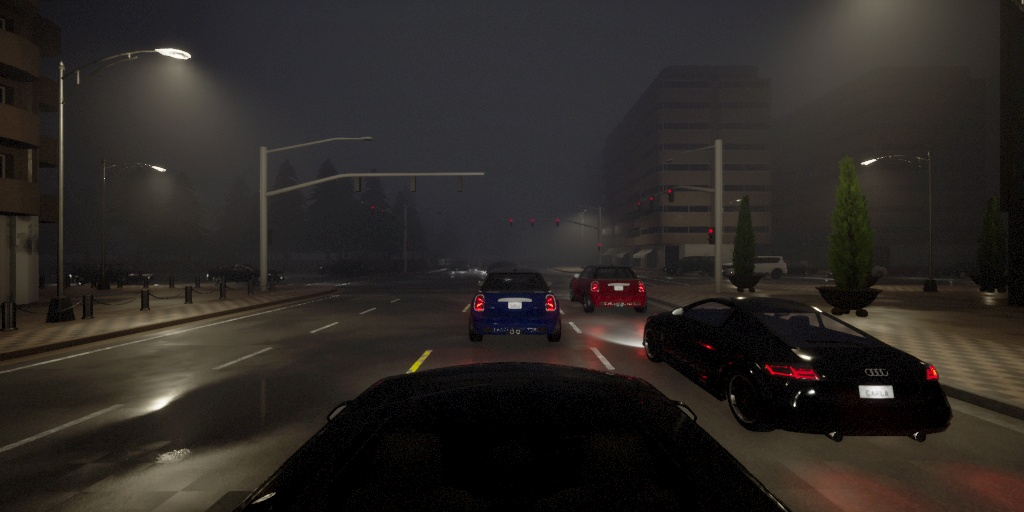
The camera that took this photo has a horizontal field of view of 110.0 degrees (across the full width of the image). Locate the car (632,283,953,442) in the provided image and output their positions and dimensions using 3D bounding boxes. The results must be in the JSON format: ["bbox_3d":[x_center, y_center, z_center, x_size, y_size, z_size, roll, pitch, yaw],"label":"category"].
[{"bbox_3d":[3.606,1.314,5.557,1.994,1.385,4.181,0,0,0],"label":"car"}]

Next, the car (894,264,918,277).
[{"bbox_3d":[38.223,1.406,36.638,4.718,1.301,1.895,0,0,0],"label":"car"}]

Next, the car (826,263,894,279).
[{"bbox_3d":[31.802,1.331,33.118,4.674,1.442,1.812,0,0,0],"label":"car"}]

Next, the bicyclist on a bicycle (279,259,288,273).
[{"bbox_3d":[-25.615,1.106,40.178,0.582,1.620,1.656,0,0,0],"label":"bicyclist on a bicycle"}]

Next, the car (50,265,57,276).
[{"bbox_3d":[-44.558,1.310,36.322,4.892,1.490,1.837,0,0,0],"label":"car"}]

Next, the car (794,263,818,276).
[{"bbox_3d":[28.178,1.406,36.607,4.718,1.301,1.895,0,0,0],"label":"car"}]

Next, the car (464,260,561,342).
[{"bbox_3d":[0.082,1.102,9.970,2.097,1.767,4.553,0,0,0],"label":"car"}]

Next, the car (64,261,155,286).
[{"bbox_3d":[-28.532,1.297,25.684,4.902,1.511,2.128,0,0,0],"label":"car"}]

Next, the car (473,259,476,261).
[{"bbox_3d":[-5.935,1.241,59.871,2.128,1.511,4.902,0,0,10],"label":"car"}]

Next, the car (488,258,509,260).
[{"bbox_3d":[-0.785,1.256,35.602,1.882,1.535,5.008,-1,1,-31],"label":"car"}]

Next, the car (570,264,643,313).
[{"bbox_3d":[3.604,1.102,14.198,2.097,1.767,4.553,0,0,0],"label":"car"}]

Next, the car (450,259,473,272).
[{"bbox_3d":[-6.896,1.298,47.698,2.033,1.411,5.357,0,0,1],"label":"car"}]

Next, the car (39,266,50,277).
[{"bbox_3d":[-46.241,1.283,32.814,5.008,1.535,1.882,0,0,0],"label":"car"}]

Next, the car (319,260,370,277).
[{"bbox_3d":[-16.999,1.157,36.405,4.553,1.767,2.097,0,0,-3],"label":"car"}]

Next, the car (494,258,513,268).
[{"bbox_3d":[-1.420,1.228,64.296,1.882,1.535,5.008,0,1,18],"label":"car"}]

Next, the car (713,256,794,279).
[{"bbox_3d":[22.165,1.027,33.085,5.566,2.045,2.150,0,0,0],"label":"car"}]

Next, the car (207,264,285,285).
[{"bbox_3d":[-18.998,1.297,25.721,4.902,1.511,2.128,0,0,0],"label":"car"}]

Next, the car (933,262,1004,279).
[{"bbox_3d":[42.127,1.283,33.143,5.008,1.535,1.882,0,0,0],"label":"car"}]

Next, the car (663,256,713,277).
[{"bbox_3d":[18.418,1.027,36.569,5.566,2.045,2.150,0,0,0],"label":"car"}]
